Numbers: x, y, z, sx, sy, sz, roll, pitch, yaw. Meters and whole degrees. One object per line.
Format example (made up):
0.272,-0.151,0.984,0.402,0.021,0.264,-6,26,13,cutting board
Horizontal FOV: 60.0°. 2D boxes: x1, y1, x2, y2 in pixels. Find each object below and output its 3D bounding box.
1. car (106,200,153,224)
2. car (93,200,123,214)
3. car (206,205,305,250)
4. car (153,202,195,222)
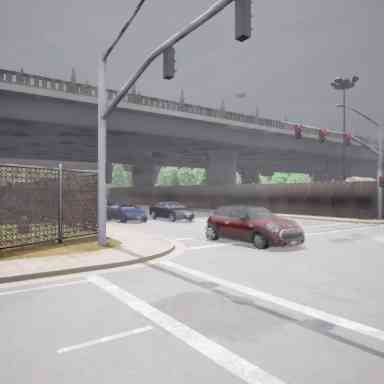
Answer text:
-5.154,1.581,25.655,1.812,1.442,4.674,0,0,-36,car
-9.603,1.618,37.881,1.994,1.385,4.181,0,0,-35,car
2.643,1.385,14.703,2.097,1.767,4.553,0,0,-36,car
-1.715,1.547,26.828,2.128,1.511,4.902,0,0,-36,car
